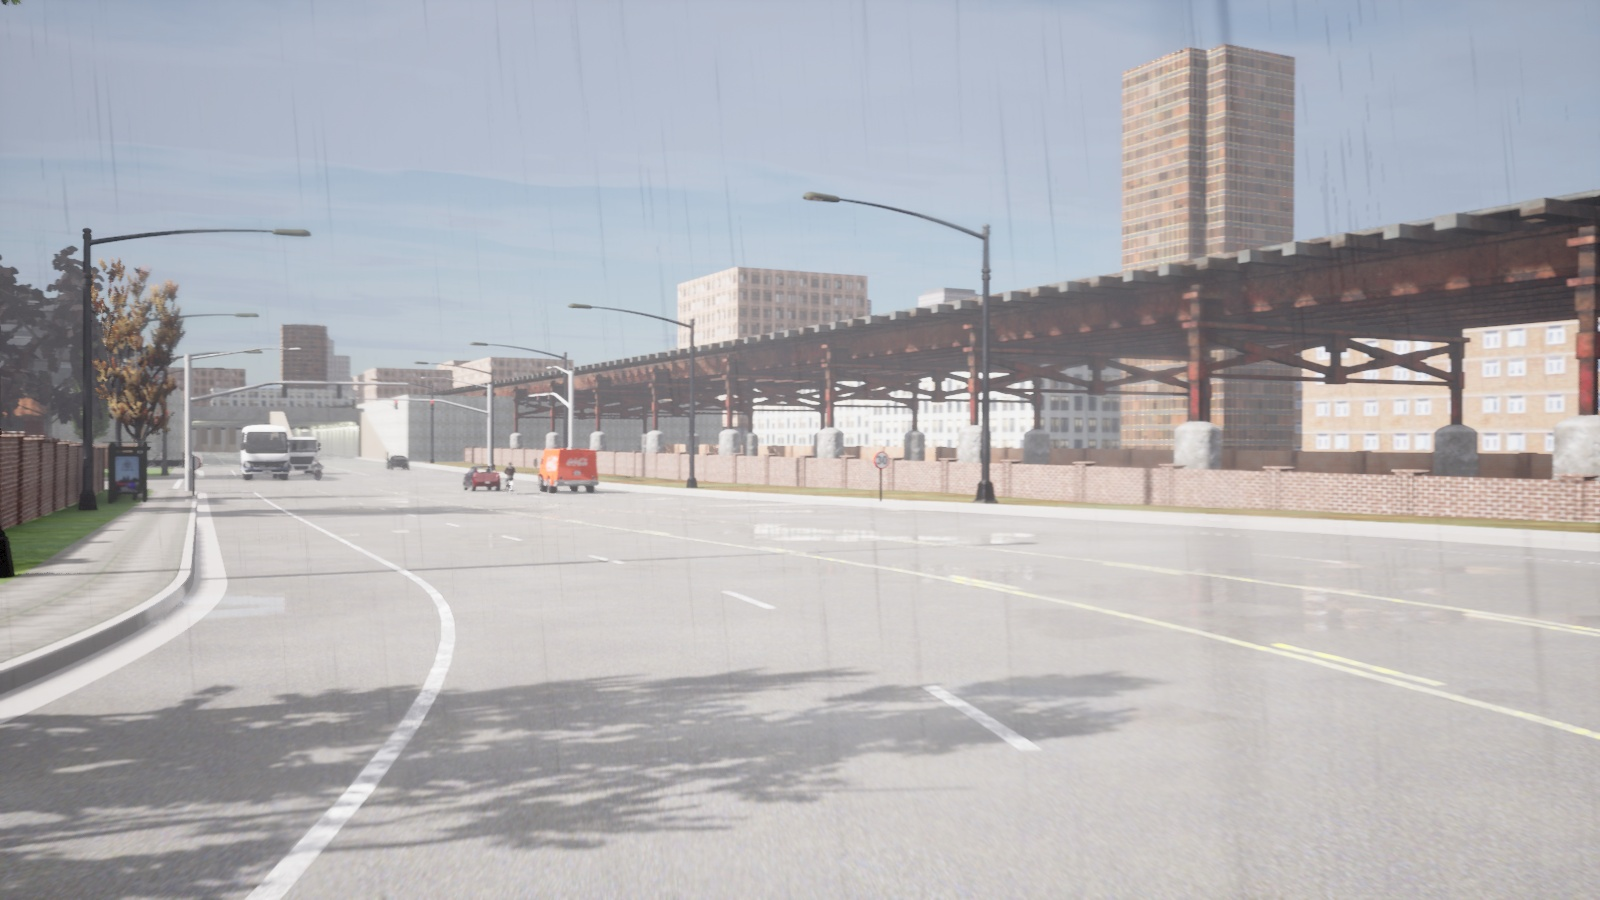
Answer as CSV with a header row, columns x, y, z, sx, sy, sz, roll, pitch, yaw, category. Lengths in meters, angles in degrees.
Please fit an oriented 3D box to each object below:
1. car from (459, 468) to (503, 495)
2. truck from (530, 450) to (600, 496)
x,y,z,sx,sy,sz,roll,pitch,yaw,category
-18.950,1.841,74.516,1.845,1.501,3.633,-1,0,-25,car
-13.299,1.269,70.852,2.627,2.467,5.204,0,0,-26,truck
